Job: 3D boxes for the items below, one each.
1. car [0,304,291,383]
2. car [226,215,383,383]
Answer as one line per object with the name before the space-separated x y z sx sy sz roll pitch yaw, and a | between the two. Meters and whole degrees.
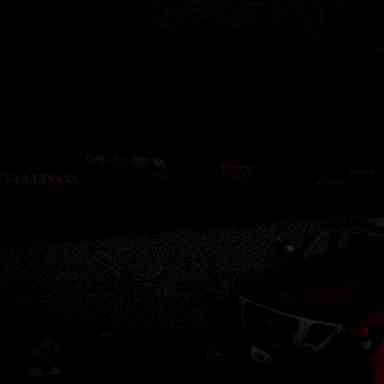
car | -1.789 1.550 1.553 4.403 1.369 2.008 0 -1 -35
car | 2.731 1.320 4.779 5.009 1.841 2.192 0 -1 -35
